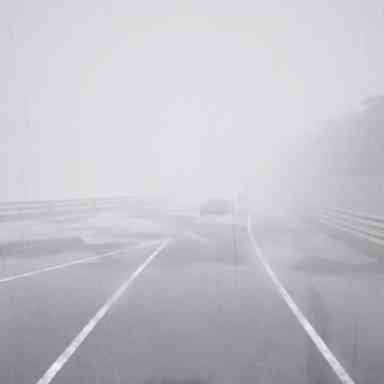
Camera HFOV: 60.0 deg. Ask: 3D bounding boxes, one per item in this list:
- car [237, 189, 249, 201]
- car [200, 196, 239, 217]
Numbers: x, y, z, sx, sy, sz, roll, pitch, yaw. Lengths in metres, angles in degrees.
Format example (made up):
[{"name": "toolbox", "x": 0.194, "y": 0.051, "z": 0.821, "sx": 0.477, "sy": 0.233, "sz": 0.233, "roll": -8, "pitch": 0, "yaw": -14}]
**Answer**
[{"name": "car", "x": 8.309, "y": 0.686, "z": 54.483, "sx": 1.882, "sy": 1.535, "sz": 5.008, "roll": 1, "pitch": 1, "yaw": 5}, {"name": "car", "x": 2.067, "y": 1.174, "z": 26.409, "sx": 1.994, "sy": 1.385, "sz": 4.181, "roll": 1, "pitch": 1, "yaw": 20}]
